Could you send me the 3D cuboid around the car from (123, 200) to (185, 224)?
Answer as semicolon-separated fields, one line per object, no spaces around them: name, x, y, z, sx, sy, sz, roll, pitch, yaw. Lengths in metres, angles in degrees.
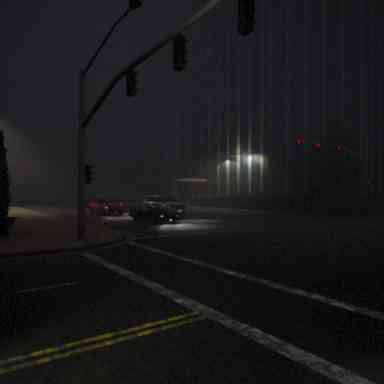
car;-3.069;1.624;25.945;2.033;1.411;5.357;0;0;-36

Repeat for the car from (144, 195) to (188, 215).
car;-2.678;1.320;31.369;2.150;2.045;5.566;0;0;-36

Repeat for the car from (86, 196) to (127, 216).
car;-8.603;1.429;33.585;2.097;1.767;4.553;0;0;-36

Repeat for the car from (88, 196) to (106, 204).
car;-18.904;1.620;66.033;1.882;1.535;5.008;0;0;-36

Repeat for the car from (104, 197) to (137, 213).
car;-8.527;1.450;39.448;2.097;1.767;4.553;0;0;-36
